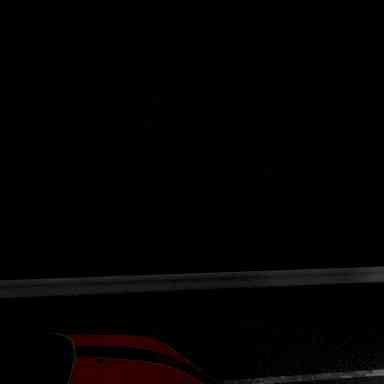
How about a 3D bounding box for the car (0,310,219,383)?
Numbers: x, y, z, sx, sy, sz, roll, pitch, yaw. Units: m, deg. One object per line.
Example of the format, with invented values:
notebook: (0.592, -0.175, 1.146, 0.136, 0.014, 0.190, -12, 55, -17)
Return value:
car: (-1.841, 1.352, 1.677, 4.553, 1.767, 2.097, 0, 0, -7)
